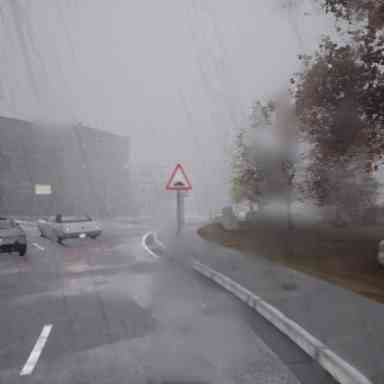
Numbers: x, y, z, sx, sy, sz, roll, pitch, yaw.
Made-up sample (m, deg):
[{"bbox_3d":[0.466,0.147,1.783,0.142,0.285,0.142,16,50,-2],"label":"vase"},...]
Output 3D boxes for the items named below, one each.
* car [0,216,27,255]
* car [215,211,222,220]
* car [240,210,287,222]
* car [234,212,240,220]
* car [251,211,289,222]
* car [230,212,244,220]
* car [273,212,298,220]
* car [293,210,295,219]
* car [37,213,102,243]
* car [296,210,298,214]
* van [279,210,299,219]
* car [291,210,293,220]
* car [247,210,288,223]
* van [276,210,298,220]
[{"bbox_3d":[-7.785,1.650,13.110,1.994,1.385,4.181,0,0,-33],"label":"car"},{"bbox_3d":[5.369,4.012,56.685,2.128,1.511,4.902,-1,-4,21],"label":"car"},{"bbox_3d":[9.075,3.041,41.821,4.892,1.521,2.231,-1,-4,21],"label":"car"},{"bbox_3d":[8.553,4.043,55.909,1.812,1.442,4.674,-1,-4,21],"label":"car"},{"bbox_3d":[11.054,3.431,46.947,4.892,1.521,2.231,-1,-4,21],"label":"car"},{"bbox_3d":[8.956,4.735,66.040,1.994,1.385,4.181,-1,-4,21],"label":"car"},{"bbox_3d":[18.948,4.896,67.473,4.792,1.488,2.163,-1,-4,21],"label":"car"},{"bbox_3d":[12.843,3.810,52.149,5.366,1.575,1.946,-1,-4,21],"label":"car"},{"bbox_3d":[-6.279,1.674,16.638,1.895,1.301,4.718,0,0,-38],"label":"car"},{"bbox_3d":[16.954,4.569,62.346,4.674,1.452,2.002,-1,-4,21],"label":"car"},{"bbox_3d":[22.753,5.275,77.815,4.442,1.987,1.878,-1,-3,21],"label":"van"},{"bbox_3d":[12.057,3.653,49.499,4.792,1.488,2.163,-1,-4,21],"label":"car"},{"bbox_3d":[10.060,3.236,44.387,5.008,1.535,2.097,-1,-4,21],"label":"car"},{"bbox_3d":[20.016,4.805,70.023,4.442,1.987,1.878,-1,-4,21],"label":"van"}]
